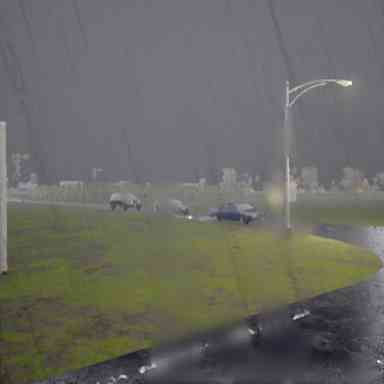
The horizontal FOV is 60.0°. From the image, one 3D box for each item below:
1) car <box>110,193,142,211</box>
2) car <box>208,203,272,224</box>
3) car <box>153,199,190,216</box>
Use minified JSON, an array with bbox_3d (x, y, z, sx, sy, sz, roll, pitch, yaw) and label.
[{"bbox_3d":[-8.331,1.165,41.382,2.150,2.045,5.566,-1,0,-37],"label":"car"},{"bbox_3d":[3.361,1.500,24.494,2.033,1.411,5.357,-1,0,-33],"label":"car"},{"bbox_3d":[-2.098,1.453,32.708,1.837,1.490,4.892,-1,0,-35],"label":"car"}]
